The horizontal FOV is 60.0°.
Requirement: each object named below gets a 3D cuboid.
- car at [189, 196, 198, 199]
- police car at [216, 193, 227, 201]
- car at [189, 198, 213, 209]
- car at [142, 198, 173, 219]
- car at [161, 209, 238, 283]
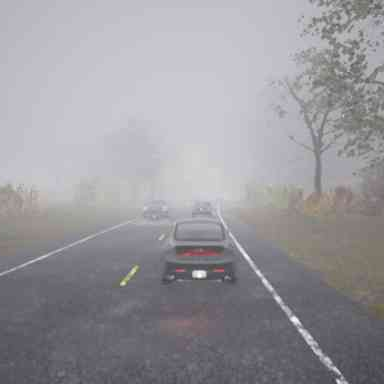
[{"bbox_3d":[0.427,1.533,68.719,1.837,1.490,4.892,0,0,6],"label":"car"},{"bbox_3d":[7.327,1.526,86.892,1.930,1.638,5.238,0,0,8],"label":"police car"},{"bbox_3d":[0.939,1.528,30.696,2.033,1.411,5.357,0,0,3],"label":"car"},{"bbox_3d":[-2.860,1.333,28.481,2.097,1.767,4.553,0,0,3],"label":"car"},{"bbox_3d":[0.206,1.493,9.590,1.837,1.490,4.892,0,1,1],"label":"car"}]
